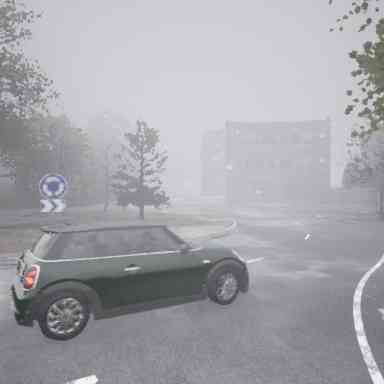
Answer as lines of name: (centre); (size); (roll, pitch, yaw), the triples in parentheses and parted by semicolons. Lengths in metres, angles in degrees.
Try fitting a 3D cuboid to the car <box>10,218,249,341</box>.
car: (-1.049, 1.350, 6.693); (4.553, 1.767, 2.097); (0, 0, -31)
